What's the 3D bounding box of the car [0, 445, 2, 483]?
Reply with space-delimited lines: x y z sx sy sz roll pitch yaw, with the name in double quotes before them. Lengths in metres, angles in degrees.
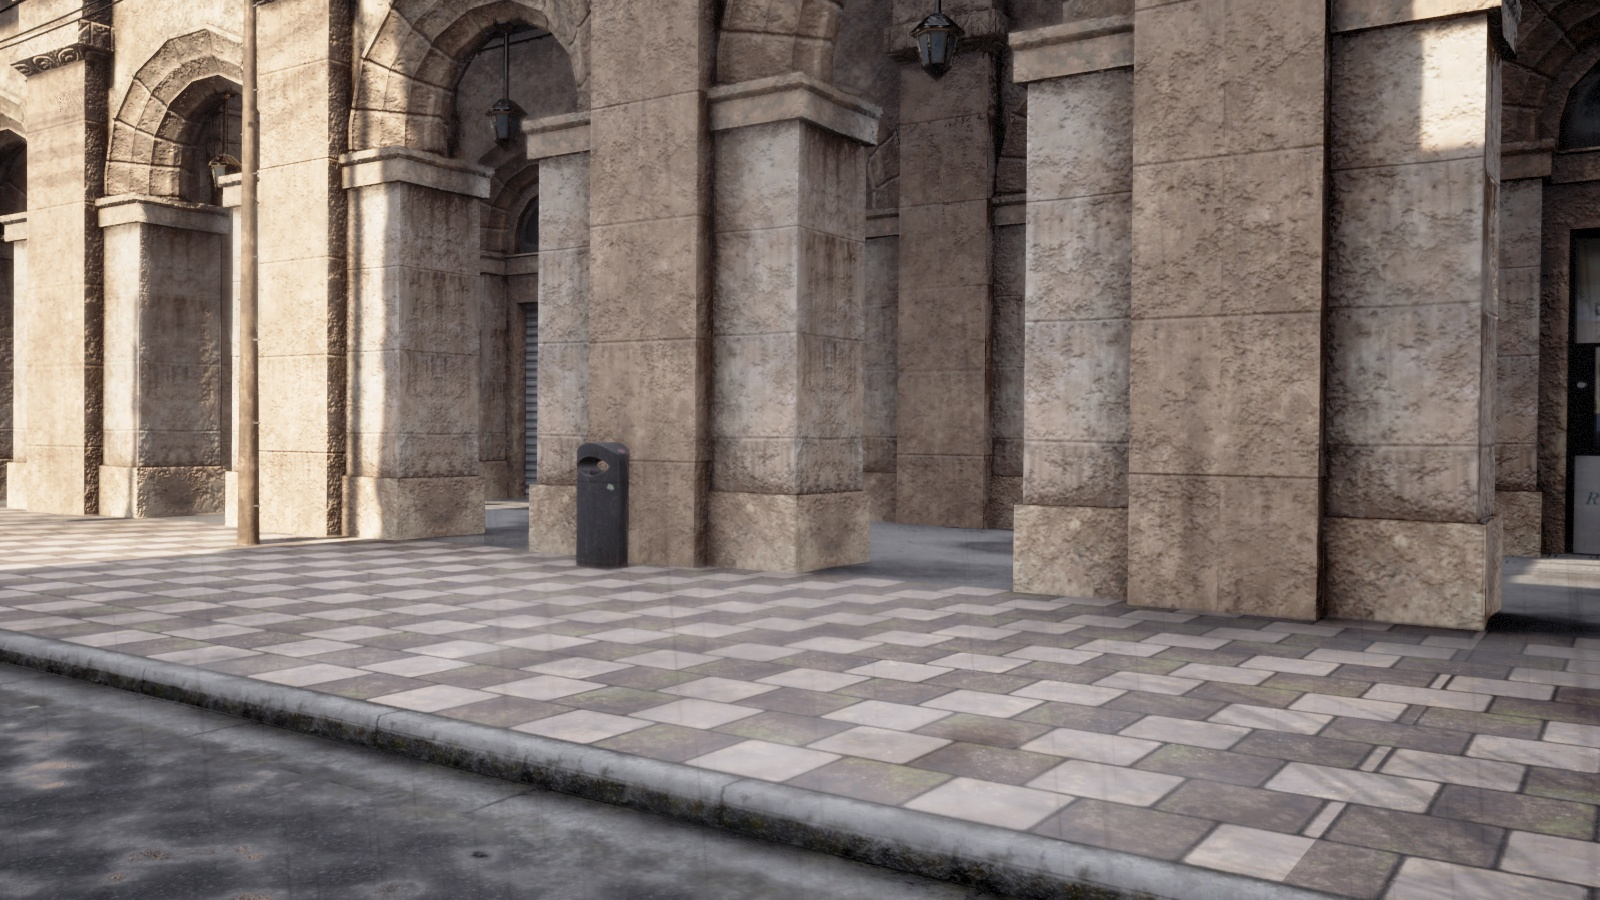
"car" -30.009 0.524 42.477 1.895 1.301 4.718 0 1 34
